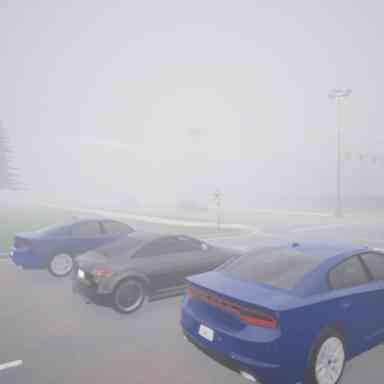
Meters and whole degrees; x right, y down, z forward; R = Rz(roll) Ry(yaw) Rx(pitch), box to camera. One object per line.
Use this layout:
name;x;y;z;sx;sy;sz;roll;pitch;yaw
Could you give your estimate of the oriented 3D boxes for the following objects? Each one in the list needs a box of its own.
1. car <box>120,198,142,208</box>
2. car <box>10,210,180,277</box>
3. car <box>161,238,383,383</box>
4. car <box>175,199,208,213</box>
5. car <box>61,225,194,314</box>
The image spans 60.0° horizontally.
car;-9.400;1.608;50.841;2.128;1.511;4.902;0;0;-36
car;-2.801;1.498;10.378;5.008;1.535;1.882;0;0;-35
car;2.188;1.501;5.331;5.008;1.535;1.882;0;0;-35
car;-0.136;1.616;38.178;1.837;1.490;4.892;0;0;-36
car;-0.532;1.584;7.696;4.181;1.385;1.994;0;0;-35
